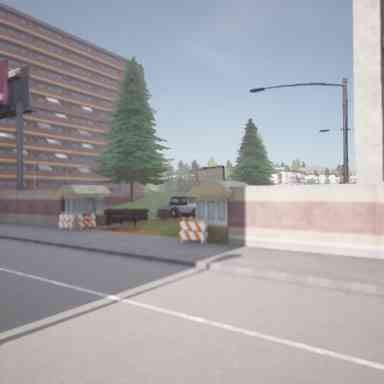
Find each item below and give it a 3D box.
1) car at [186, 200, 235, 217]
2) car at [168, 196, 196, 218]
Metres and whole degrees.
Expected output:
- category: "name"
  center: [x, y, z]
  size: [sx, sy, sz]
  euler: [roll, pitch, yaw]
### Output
- category: "car"
  center: [1.675, 1.489, 30.781]
  size: [4.193, 1.474, 1.816]
  euler: [-1, 0, 35]
- category: "car"
  center: [-0.263, 1.303, 28.722]
  size: [3.866, 1.878, 1.905]
  euler: [-1, 0, 35]
